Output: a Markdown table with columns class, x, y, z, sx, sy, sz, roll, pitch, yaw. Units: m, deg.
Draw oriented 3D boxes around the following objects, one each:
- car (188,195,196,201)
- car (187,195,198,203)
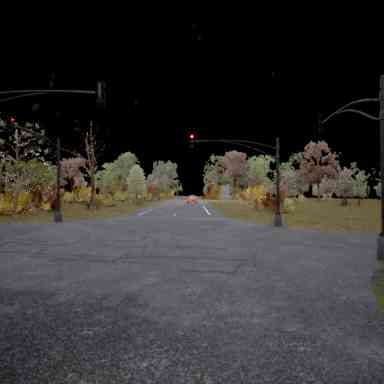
| class | x | y | z | sx | sy | sz | roll | pitch | yaw |
| --- | --- | --- | --- | --- | --- | --- | --- | --- | --- |
| car | 0.081 | 1.444 | 77.994 | 1.812 | 1.442 | 4.674 | 0 | 0 | 0 |
| car | 0.071 | 1.419 | 67.959 | 2.097 | 1.767 | 4.553 | 0 | 0 | 0 |
